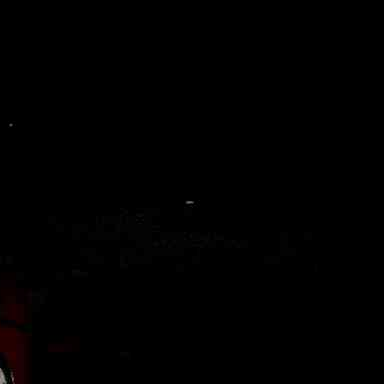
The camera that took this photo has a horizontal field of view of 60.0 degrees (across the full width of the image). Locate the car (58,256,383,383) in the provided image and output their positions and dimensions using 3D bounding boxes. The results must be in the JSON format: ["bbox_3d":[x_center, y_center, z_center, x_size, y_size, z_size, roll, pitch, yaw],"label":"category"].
[{"bbox_3d":[1.795,1.309,1.680,5.009,1.841,2.192,-1,0,35],"label":"car"}]

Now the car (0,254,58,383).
[{"bbox_3d":[-2.509,1.589,4.750,4.507,1.381,1.887,-1,0,35],"label":"car"}]
